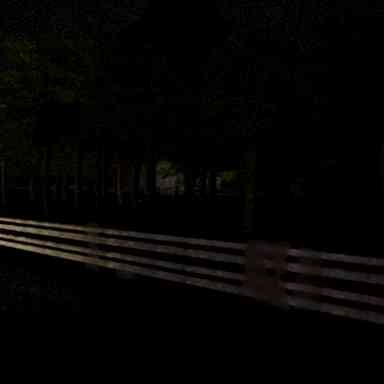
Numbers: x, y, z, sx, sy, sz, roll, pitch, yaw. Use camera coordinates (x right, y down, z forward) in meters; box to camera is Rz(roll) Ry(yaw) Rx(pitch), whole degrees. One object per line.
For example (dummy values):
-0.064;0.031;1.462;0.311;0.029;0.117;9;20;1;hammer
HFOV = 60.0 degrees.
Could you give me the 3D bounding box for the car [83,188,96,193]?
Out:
-20.413;-0.568;68.580;4.792;1.488;2.163;1;1;5;car
